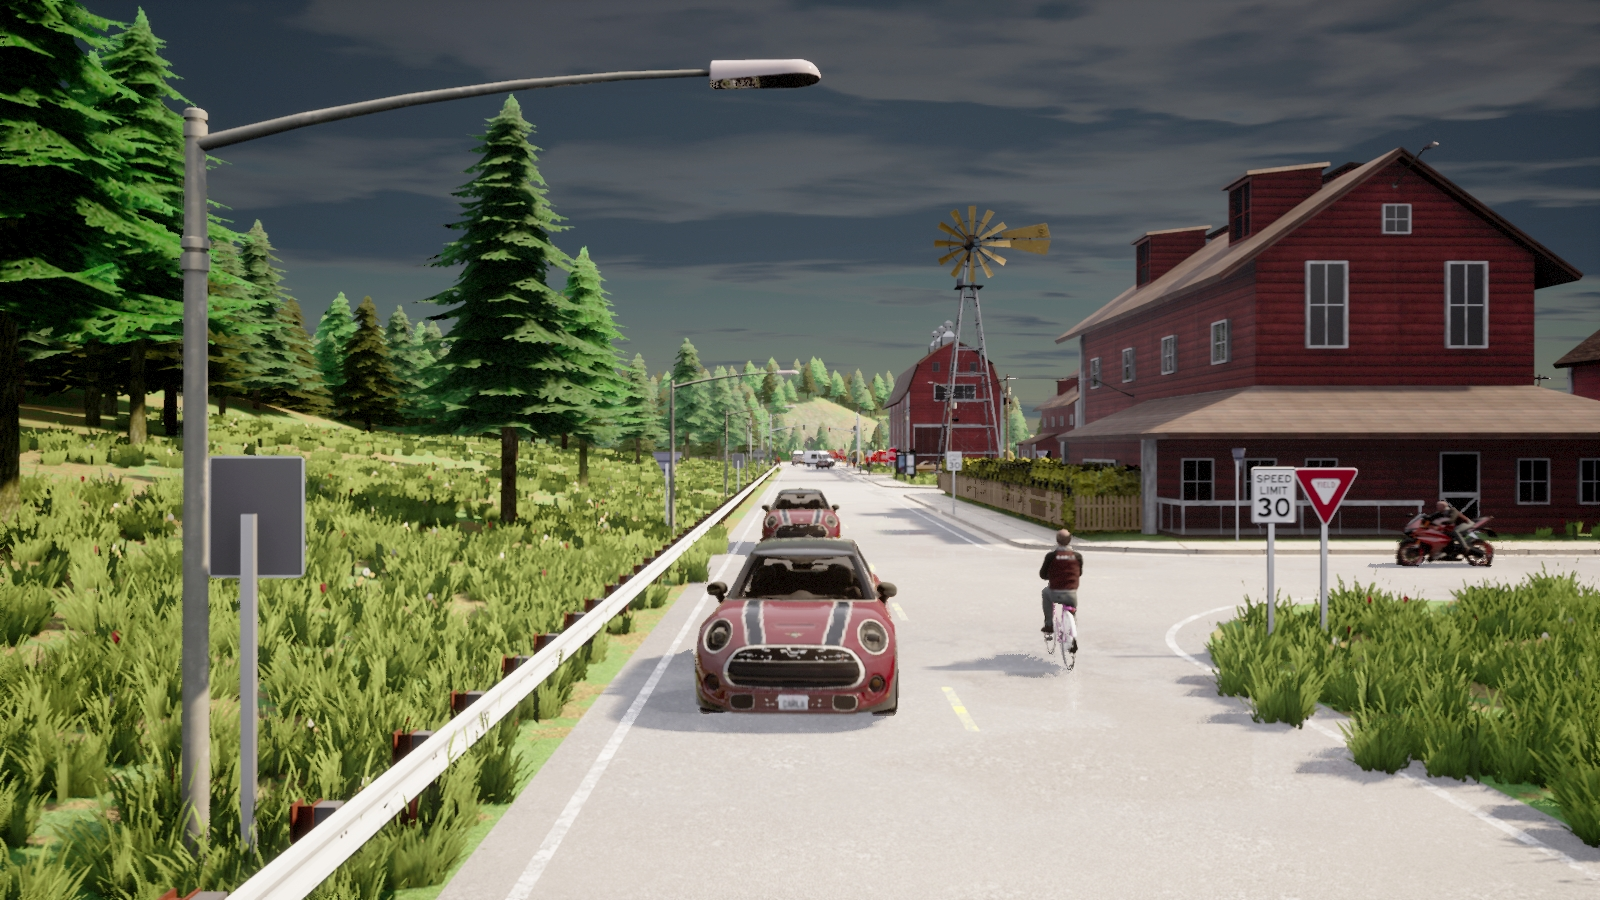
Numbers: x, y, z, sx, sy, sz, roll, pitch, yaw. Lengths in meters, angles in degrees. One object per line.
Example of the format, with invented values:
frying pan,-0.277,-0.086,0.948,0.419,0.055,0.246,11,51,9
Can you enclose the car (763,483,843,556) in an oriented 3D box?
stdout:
car,0.048,1.888,32.105,2.097,1.767,4.553,0,0,-1

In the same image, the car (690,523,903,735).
car,0.069,1.898,13.498,2.097,1.767,4.553,0,0,3

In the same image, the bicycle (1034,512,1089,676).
bicycle,3.418,1.828,15.035,0.329,1.919,1.835,0,0,1

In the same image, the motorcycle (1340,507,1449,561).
motorcycle,14.582,2.051,28.069,2.209,1.251,0.867,0,0,0
